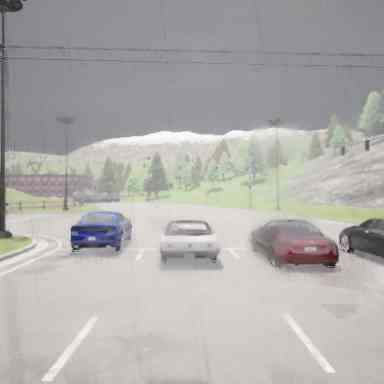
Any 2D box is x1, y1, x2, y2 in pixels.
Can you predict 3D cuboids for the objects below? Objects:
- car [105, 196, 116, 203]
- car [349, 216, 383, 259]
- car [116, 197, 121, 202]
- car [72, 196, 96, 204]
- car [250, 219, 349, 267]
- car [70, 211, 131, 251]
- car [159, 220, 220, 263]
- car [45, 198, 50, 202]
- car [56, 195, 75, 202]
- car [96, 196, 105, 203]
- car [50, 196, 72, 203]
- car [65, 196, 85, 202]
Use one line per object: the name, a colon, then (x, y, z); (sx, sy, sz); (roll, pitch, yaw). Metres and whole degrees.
car: (-22.594, 1.828, 84.993); (4.553, 1.767, 2.097); (0, 0, 32)
car: (6.876, 1.569, 11.399); (1.837, 1.490, 4.892); (0, 0, -2)
car: (-21.139, 1.991, 88.218); (4.892, 1.490, 1.837); (0, 0, 32)
car: (-25.503, 1.937, 78.518); (4.892, 1.490, 1.837); (0, 0, 35)
car: (3.360, 1.630, 11.642); (1.994, 1.385, 4.181); (0, 0, -2)
car: (-3.802, 1.559, 14.553); (1.882, 1.535, 5.008); (0, 0, -4)
car: (-0.162, 1.670, 12.332); (1.895, 1.301, 4.718); (0, 0, -2)
car: (-34.628, 1.934, 83.393); (4.674, 1.442, 1.812); (0, 0, 18)
car: (-32.858, 1.772, 86.460); (4.553, 1.767, 2.097); (0, 0, 21)
car: (-24.228, 2.008, 81.874); (4.181, 1.385, 1.994); (0, 0, 32)
car: (-30.026, 1.931, 77.275); (4.892, 1.490, 1.837); (0, 0, 28)
car: (-31.533, 1.927, 89.698); (4.892, 1.490, 1.837); (0, 0, 21)
